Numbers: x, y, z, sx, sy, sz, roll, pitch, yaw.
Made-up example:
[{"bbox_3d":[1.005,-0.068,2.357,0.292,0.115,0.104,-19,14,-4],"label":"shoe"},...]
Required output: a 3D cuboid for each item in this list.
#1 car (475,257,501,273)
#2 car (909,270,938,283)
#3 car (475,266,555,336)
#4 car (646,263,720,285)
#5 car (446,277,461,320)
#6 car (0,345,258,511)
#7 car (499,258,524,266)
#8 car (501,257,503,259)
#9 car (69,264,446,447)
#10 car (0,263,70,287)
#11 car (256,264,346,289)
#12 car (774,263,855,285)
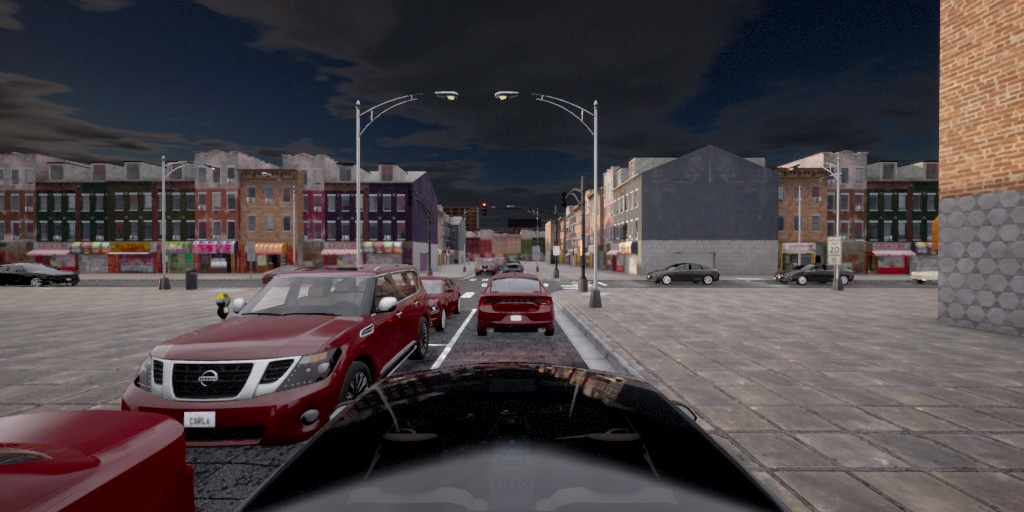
[{"bbox_3d":[-2.652,1.072,37.391,2.192,1.841,5.009,0,0,0],"label":"car"},{"bbox_3d":[31.770,1.390,25.727,4.718,1.301,1.895,0,0,0],"label":"car"},{"bbox_3d":[0.093,1.227,10.445,1.882,1.535,5.008,0,0,0],"label":"car"},{"bbox_3d":[12.218,1.264,25.757,4.892,1.490,1.837,0,0,0],"label":"car"},{"bbox_3d":[-2.642,1.294,10.982,1.888,1.381,4.507,0,0,0],"label":"car"},{"bbox_3d":[-2.638,1.295,0.115,1.888,1.381,4.507,0,0,0],"label":"car"},{"bbox_3d":[0.103,1.261,34.425,1.837,1.490,4.892,1,0,2],"label":"car"},{"bbox_3d":[-2.657,1.081,48.245,2.192,1.841,5.009,0,0,0],"label":"car"},{"bbox_3d":[-2.640,1.064,5.548,2.192,1.841,5.009,0,0,0],"label":"car"},{"bbox_3d":[-30.761,1.218,22.870,5.008,1.535,1.882,0,0,0],"label":"car"},{"bbox_3d":[-13.350,1.278,22.881,4.674,1.442,1.812,0,0,-1],"label":"car"},{"bbox_3d":[21.609,1.277,25.744,4.892,1.490,1.837,0,0,0],"label":"car"}]
